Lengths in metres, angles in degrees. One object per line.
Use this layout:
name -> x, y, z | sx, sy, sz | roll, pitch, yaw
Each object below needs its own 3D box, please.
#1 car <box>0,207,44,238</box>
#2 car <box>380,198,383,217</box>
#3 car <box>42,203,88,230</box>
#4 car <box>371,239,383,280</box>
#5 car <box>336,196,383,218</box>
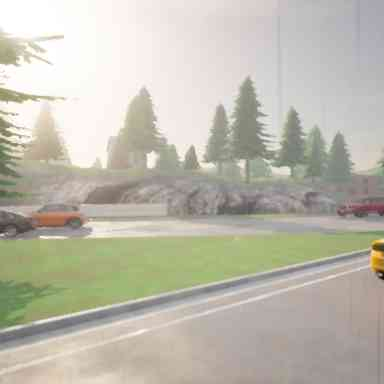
car -> -11.088, 1.699, 18.145 | 4.892, 1.490, 1.837 | 0, -1, -11
car -> 16.632, 1.479, 24.597 | 4.553, 1.767, 2.097 | 0, -1, -23
car -> -9.335, 1.569, 22.107 | 4.553, 1.767, 2.097 | 0, 0, -9
car -> 6.715, 1.523, 8.896 | 5.008, 1.535, 1.882 | 0, -1, -37
car -> 16.577, 1.409, 32.177 | 5.566, 2.045, 2.150 | 0, 0, -24
